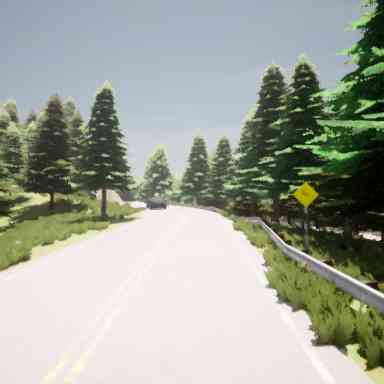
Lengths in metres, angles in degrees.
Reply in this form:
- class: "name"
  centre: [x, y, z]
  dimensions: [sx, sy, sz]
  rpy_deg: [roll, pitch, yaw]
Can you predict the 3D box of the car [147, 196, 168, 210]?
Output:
- class: "car"
  centre: [-4.075, 1.238, 38.461]
  dimensions: [1.882, 1.535, 5.008]
  rpy_deg: [1, 0, -15]
